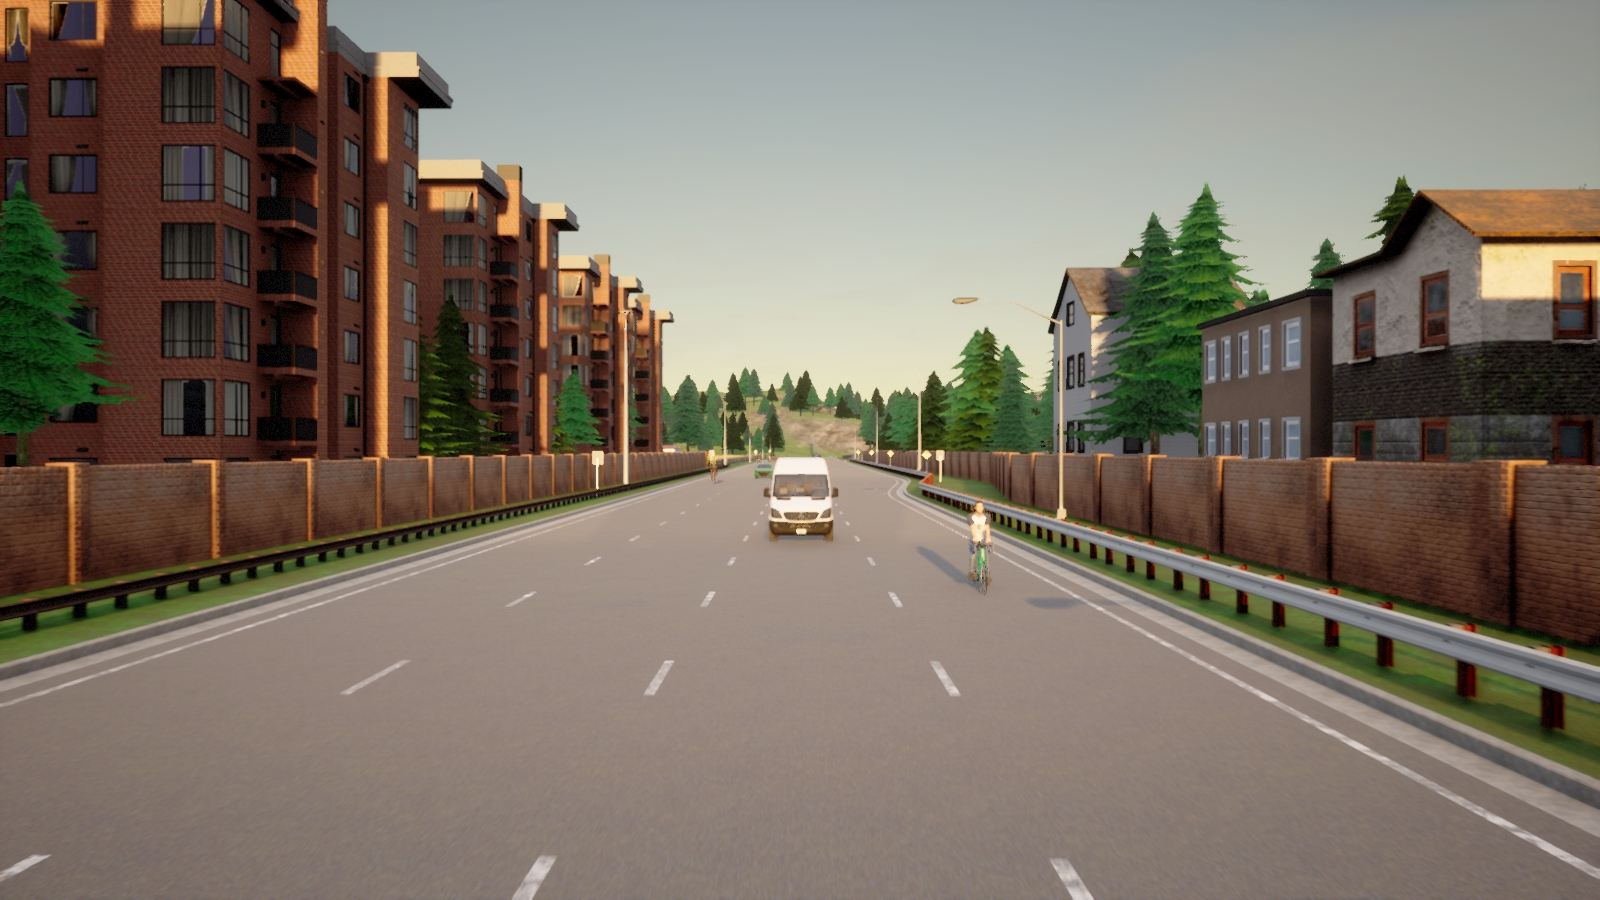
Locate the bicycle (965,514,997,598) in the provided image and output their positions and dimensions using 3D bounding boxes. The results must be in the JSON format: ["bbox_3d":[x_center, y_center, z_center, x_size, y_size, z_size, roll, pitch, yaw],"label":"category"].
[{"bbox_3d":[3.532,2.047,22.398,0.373,1.496,1.643,0,0,0],"label":"bicycle"}]

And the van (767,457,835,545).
[{"bbox_3d":[0.036,1.520,36.566,1.988,2.561,5.915,0,0,0],"label":"van"}]
